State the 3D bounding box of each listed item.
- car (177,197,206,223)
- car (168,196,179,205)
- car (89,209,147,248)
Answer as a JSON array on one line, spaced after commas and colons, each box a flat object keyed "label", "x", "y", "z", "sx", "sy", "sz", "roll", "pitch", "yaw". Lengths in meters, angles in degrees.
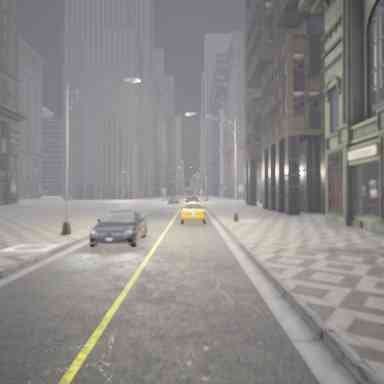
[{"label": "car", "x": 0.094, "y": 1.434, "z": 24.905, "sx": 1.801, "sy": 1.575, "sz": 5.366, "roll": 0, "pitch": 0, "yaw": 0}, {"label": "car", "x": -3.058, "y": 1.488, "z": 56.949, "sx": 1.837, "sy": 1.490, "sz": 4.892, "roll": 0, "pitch": 0, "yaw": 1}, {"label": "car", "x": -3.100, "y": 1.514, "z": 14.787, "sx": 1.812, "sy": 1.442, "sz": 4.674, "roll": 0, "pitch": 0, "yaw": 0}]
